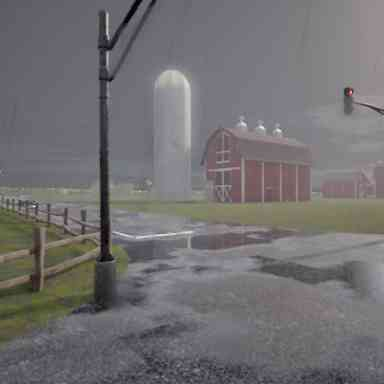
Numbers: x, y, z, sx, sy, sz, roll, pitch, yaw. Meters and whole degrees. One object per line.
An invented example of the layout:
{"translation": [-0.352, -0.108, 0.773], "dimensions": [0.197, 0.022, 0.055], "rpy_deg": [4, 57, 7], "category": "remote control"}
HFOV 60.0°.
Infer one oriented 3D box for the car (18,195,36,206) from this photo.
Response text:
{"translation": [-24.718, 1.218, 49.672], "dimensions": [1.837, 1.490, 4.892], "rpy_deg": [-1, 1, -36], "category": "car"}
